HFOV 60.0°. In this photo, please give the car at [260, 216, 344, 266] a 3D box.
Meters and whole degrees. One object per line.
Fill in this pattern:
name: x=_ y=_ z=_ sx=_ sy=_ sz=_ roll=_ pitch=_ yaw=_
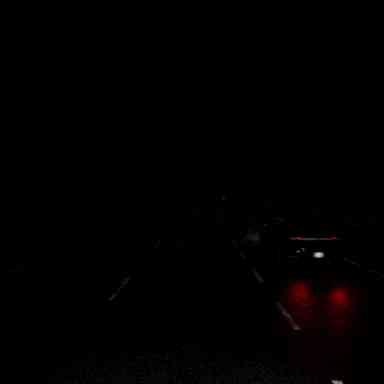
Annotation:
car: x=3.701 y=1.594 z=11.949 sx=2.128 sy=1.511 sz=4.902 roll=0 pitch=0 yaw=2
